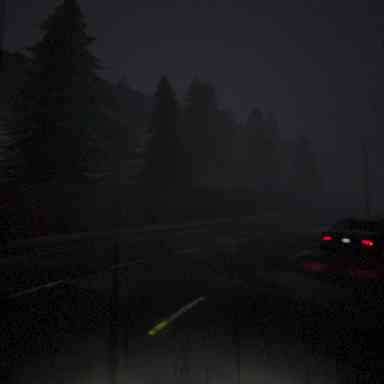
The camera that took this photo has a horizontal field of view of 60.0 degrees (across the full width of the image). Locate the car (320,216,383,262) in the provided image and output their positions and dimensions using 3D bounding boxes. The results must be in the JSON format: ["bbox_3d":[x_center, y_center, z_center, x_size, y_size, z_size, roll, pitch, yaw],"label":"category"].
[{"bbox_3d":[6.534,1.648,12.693,2.033,1.411,5.357,1,0,39],"label":"car"}]
